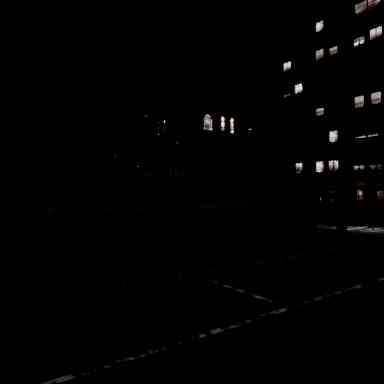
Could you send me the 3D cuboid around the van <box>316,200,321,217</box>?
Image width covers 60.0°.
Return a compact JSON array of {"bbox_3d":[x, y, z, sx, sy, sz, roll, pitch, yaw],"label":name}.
[{"bbox_3d":[10.558,1.646,32.580,1.690,1.788,3.998,-1,0,-36],"label":"van"}]
